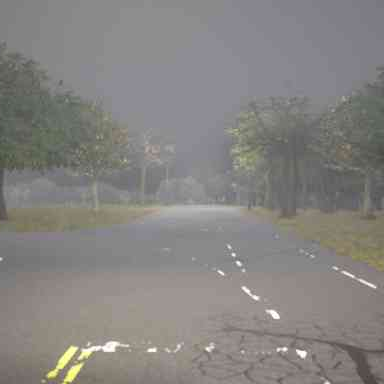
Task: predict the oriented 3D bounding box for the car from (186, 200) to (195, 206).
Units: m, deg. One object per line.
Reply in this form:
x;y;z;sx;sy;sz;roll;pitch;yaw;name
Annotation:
-0.297;2.797;83.480;2.033;1.411;5.357;1;-1;8;car
